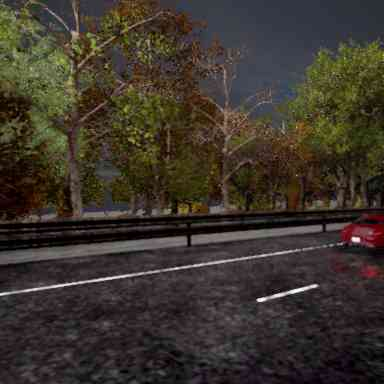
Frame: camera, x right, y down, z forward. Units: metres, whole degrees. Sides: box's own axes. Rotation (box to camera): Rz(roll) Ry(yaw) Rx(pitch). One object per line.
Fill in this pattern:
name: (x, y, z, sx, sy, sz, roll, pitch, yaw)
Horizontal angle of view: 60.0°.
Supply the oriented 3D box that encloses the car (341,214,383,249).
car: (8.119, 1.665, 14.021, 4.674, 1.442, 1.812, 0, 0, -36)
